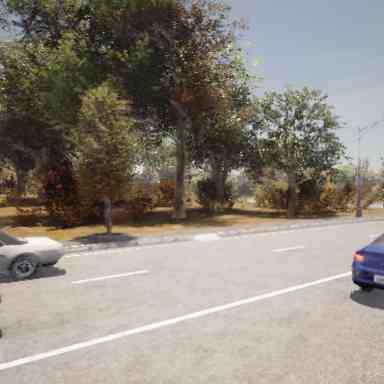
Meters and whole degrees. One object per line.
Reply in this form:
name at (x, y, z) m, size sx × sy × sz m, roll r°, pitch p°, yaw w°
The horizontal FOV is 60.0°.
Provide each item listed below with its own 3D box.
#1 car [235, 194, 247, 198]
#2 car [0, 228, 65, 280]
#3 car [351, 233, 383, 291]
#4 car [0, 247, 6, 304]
car at (10.768, 1.142, 75.663) m, size 1.994 × 1.385 × 4.181 m, roll 0°, pitch 1°, yaw -33°
car at (-5.880, 1.601, 8.397) m, size 4.718 × 1.301 × 1.895 m, roll 0°, pitch 0°, yaw -36°
car at (5.493, 1.505, 7.667) m, size 4.674 × 1.442 × 1.812 m, roll 0°, pitch 0°, yaw -36°
car at (-5.347, 1.605, 4.478) m, size 4.718 × 1.301 × 1.895 m, roll 0°, pitch 0°, yaw -36°
